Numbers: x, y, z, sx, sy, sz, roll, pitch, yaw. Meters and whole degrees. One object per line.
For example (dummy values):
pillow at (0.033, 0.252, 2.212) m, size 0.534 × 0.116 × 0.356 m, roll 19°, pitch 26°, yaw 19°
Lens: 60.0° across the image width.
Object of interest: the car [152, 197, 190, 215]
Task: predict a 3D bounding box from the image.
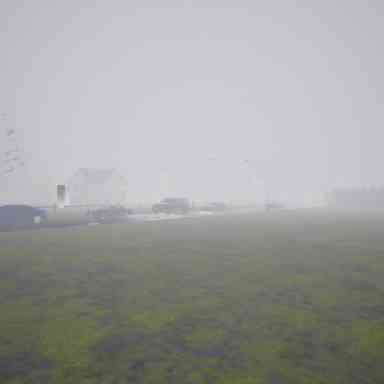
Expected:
car at (-2.472, 1.675, 40.644) m, size 2.150 × 2.045 × 5.566 m, roll 1°, pitch 0°, yaw 36°

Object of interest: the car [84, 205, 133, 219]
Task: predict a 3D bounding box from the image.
car at (-8.133, 1.922, 32.709) m, size 1.895 × 1.301 × 4.718 m, roll 1°, pitch 0°, yaw 36°

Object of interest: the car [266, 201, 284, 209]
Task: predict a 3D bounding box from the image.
car at (15.094, 2.388, 60.251) m, size 1.994 × 1.385 × 4.181 m, roll 1°, pitch 0°, yaw 35°

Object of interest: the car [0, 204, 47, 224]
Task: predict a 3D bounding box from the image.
car at (-13.536, 1.671, 25.116) m, size 1.882 × 1.535 × 5.008 m, roll 1°, pitch 0°, yaw 35°

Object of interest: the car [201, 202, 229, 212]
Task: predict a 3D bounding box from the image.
car at (3.541, 2.136, 49.037) m, size 2.033 × 1.411 × 5.357 m, roll 1°, pitch 0°, yaw 36°
